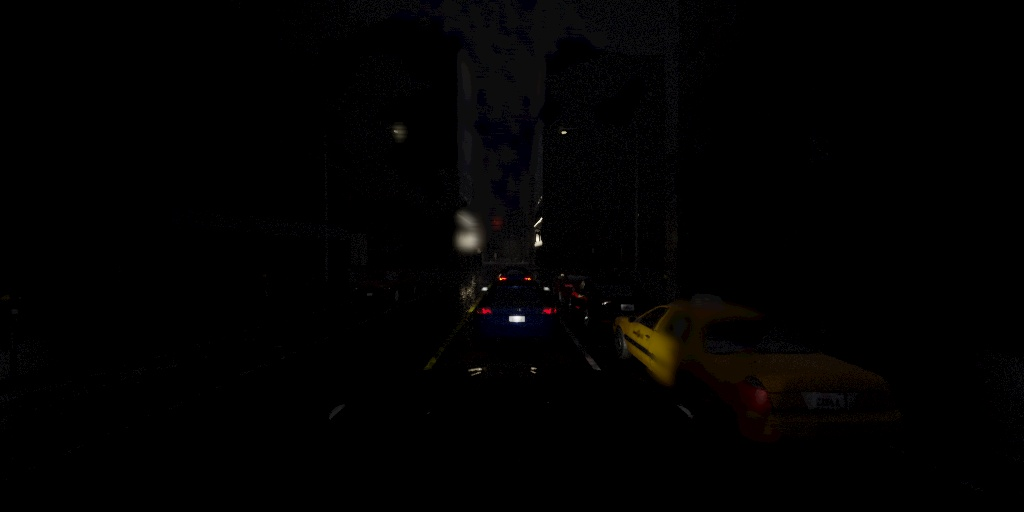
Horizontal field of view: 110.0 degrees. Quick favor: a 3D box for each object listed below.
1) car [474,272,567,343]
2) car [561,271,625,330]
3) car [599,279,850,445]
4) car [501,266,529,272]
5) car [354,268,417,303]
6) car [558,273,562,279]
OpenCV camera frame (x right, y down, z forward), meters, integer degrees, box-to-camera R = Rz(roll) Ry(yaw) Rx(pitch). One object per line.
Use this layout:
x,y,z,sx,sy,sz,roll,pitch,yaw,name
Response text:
0.101,1.312,9.649,1.994,1.385,4.181,0,0,0,car
2.875,1.313,10.965,1.948,1.339,4.313,0,0,0,car
2.874,1.274,5.549,1.751,1.417,4.829,0,0,0,car
0.104,1.270,19.664,1.812,1.442,4.674,0,0,-2,car
-5.669,1.290,16.549,1.888,1.381,4.507,0,0,0,car
2.876,1.327,16.551,1.802,1.307,4.207,0,0,0,car
